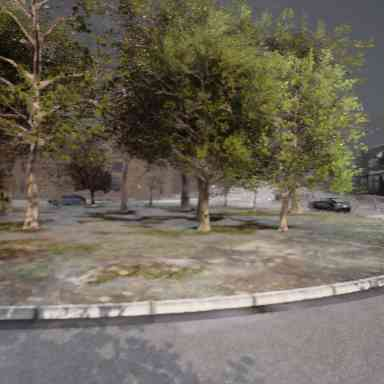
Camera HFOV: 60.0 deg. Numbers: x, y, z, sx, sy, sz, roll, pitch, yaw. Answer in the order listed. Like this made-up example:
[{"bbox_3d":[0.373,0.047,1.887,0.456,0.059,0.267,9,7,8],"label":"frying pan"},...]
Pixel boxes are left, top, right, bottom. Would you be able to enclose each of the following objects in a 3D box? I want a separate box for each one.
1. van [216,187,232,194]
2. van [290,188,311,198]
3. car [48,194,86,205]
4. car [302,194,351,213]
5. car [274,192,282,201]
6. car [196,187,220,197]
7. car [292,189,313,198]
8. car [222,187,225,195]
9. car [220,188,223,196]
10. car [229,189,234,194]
[{"bbox_3d":[9.206,-0.415,94.982,4.442,1.987,1.878,1,2,15],"label":"van"},{"bbox_3d":[24.302,0.194,74.709,4.442,1.987,1.878,1,1,15],"label":"van"},{"bbox_3d":[-14.693,0.895,39.171,4.181,1.385,1.994,0,1,-31],"label":"car"},{"bbox_3d":[13.162,1.223,32.104,1.994,1.385,4.181,0,1,-23],"label":"car"},{"bbox_3d":[15.476,0.748,57.892,1.837,1.490,4.892,0,1,11],"label":"car"},{"bbox_3d":[3.284,0.183,73.733,4.553,1.767,2.185,1,1,15],"label":"car"},{"bbox_3d":[22.171,0.612,66.649,4.792,1.488,2.163,1,1,15],"label":"car"},{"bbox_3d":[4.715,0.235,79.065,4.674,1.452,2.002,1,1,15],"label":"car"},{"bbox_3d":[3.979,0.254,76.409,5.008,1.535,2.097,1,1,15],"label":"car"},{"bbox_3d":[7.607,-0.310,89.703,5.566,2.045,2.435,1,2,15],"label":"car"}]
